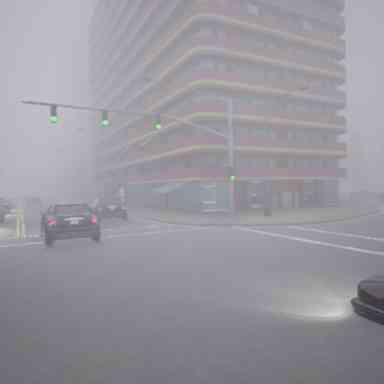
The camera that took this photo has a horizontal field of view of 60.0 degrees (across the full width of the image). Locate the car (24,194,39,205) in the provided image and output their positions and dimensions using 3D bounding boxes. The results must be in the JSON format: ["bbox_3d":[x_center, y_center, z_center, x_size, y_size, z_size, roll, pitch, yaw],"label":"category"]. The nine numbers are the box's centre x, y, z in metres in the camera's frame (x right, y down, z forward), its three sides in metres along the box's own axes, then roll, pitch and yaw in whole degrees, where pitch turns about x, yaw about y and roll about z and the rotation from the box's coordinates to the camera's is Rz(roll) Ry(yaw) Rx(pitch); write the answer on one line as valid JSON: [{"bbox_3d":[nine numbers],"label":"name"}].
[{"bbox_3d":[-23.406,1.165,49.287,1.812,1.442,4.674,-1,1,-27],"label":"car"}]

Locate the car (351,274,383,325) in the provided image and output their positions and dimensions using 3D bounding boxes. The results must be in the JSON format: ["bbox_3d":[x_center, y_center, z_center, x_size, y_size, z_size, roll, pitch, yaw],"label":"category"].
[{"bbox_3d":[4.413,1.412,3.222,2.033,1.411,5.357,-2,1,-27],"label":"car"}]

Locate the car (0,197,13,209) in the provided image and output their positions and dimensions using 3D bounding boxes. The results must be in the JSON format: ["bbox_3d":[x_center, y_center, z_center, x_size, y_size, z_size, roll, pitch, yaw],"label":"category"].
[{"bbox_3d":[-23.293,1.364,41.251,1.895,1.301,4.718,-1,1,-27],"label":"car"}]

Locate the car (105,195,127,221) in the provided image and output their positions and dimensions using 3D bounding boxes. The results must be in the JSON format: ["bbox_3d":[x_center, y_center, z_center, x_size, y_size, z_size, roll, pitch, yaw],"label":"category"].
[{"bbox_3d":[-6.191,1.095,23.670,2.097,1.767,4.553,-1,1,-27],"label":"car"}]

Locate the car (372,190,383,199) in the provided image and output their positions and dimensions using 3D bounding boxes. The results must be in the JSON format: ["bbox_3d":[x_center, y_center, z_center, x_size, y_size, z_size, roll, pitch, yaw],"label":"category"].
[{"bbox_3d":[26.604,0.398,44.454,1.895,1.301,4.718,-1,1,2],"label":"car"}]

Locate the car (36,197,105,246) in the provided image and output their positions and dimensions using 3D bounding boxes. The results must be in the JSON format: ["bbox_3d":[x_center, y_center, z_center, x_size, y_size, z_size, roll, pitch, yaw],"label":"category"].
[{"bbox_3d":[-5.559,1.211,14.841,2.097,1.767,4.553,-2,0,-27],"label":"car"}]

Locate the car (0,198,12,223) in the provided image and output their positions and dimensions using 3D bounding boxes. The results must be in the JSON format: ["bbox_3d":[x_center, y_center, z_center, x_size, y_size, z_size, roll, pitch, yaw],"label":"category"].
[{"bbox_3d":[-14.168,1.376,23.432,2.128,1.511,4.902,-1,1,-27],"label":"car"}]

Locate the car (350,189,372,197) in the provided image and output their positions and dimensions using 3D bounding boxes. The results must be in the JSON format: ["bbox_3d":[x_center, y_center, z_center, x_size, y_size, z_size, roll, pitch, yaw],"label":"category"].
[{"bbox_3d":[28.755,0.140,56.166,1.994,1.385,4.181,-1,1,-18],"label":"car"}]
